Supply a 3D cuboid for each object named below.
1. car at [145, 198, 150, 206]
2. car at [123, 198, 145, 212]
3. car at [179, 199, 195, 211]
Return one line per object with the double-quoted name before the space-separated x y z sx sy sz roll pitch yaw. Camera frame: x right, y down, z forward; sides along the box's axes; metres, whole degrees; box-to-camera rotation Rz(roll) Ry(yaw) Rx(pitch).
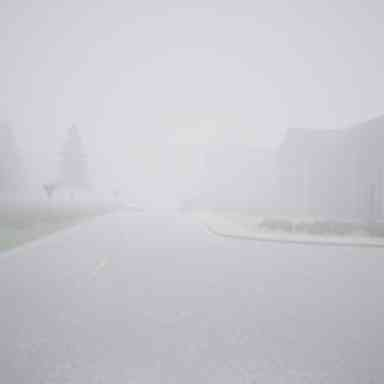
"car" -8.502 1.756 59.448 1.895 1.301 4.718 1 0 -5
"car" -6.964 1.594 39.405 1.812 1.442 4.674 1 0 -5
"car" -0.695 1.640 43.306 1.816 1.474 4.193 -5 1 -7
